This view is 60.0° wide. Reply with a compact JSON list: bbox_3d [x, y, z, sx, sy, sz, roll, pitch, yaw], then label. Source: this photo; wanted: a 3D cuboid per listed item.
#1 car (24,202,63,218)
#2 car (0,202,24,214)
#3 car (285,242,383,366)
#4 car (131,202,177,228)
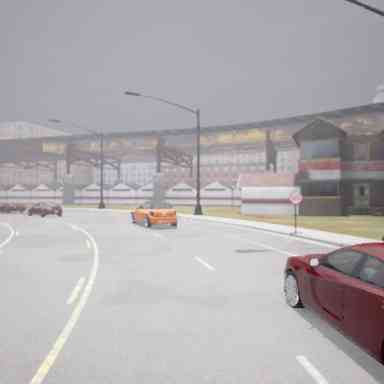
[{"bbox_3d":[-14.373,1.679,32.586,4.674,1.442,1.812,0,0,42],"label":"car"},{"bbox_3d":[-21.354,1.784,38.372,4.718,1.301,1.895,0,0,27],"label":"car"},{"bbox_3d":[3.039,1.499,5.011,1.882,1.535,5.008,0,0,-6],"label":"car"},{"bbox_3d":[-2.784,1.459,23.429,2.097,1.767,4.553,0,0,-27],"label":"car"}]
